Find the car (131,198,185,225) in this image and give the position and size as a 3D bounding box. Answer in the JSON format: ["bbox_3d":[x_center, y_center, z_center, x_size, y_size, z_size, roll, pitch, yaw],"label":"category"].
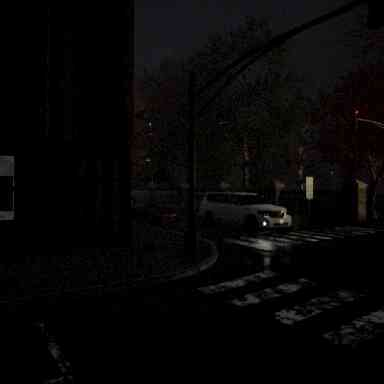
[{"bbox_3d":[-2.563,1.257,21.018,1.802,1.307,4.206,2,0,-36],"label":"car"}]

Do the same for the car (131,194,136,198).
[{"bbox_3d":[-8.815,0.864,43.852,2.008,1.369,4.403,1,0,-36],"label":"car"}]

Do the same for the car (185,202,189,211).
[{"bbox_3d":[0.859,1.130,30.558,1.752,1.417,4.829,1,0,-36],"label":"car"}]

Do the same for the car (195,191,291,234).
[{"bbox_3d":[2.684,1.001,18.193,2.150,2.045,5.566,0,1,-36],"label":"car"}]
